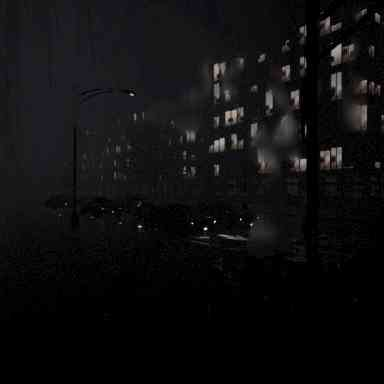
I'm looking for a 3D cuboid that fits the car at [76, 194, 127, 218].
[{"bbox_3d":[-7.015,1.092,25.312,1.812,1.442,4.674,0,1,-38],"label":"car"}]

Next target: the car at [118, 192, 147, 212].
[{"bbox_3d":[-4.585,0.911,27.486,2.097,1.767,4.553,0,1,-38],"label":"car"}]

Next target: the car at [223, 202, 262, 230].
[{"bbox_3d":[1.603,1.289,19.683,2.033,1.411,5.357,0,1,-36],"label":"car"}]

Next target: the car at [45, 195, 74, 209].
[{"bbox_3d":[-13.213,0.947,33.213,1.994,1.385,4.181,0,1,-38],"label":"car"}]

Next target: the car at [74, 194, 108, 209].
[{"bbox_3d":[-10.780,0.976,35.378,1.895,1.301,4.718,0,1,-38],"label":"car"}]

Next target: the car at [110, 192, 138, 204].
[{"bbox_3d":[-9.068,0.787,44.039,1.812,1.442,4.674,0,1,-38],"label":"car"}]

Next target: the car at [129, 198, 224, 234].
[{"bbox_3d":[-1.003,1.292,17.685,2.033,1.411,5.357,0,1,-38],"label":"car"}]
